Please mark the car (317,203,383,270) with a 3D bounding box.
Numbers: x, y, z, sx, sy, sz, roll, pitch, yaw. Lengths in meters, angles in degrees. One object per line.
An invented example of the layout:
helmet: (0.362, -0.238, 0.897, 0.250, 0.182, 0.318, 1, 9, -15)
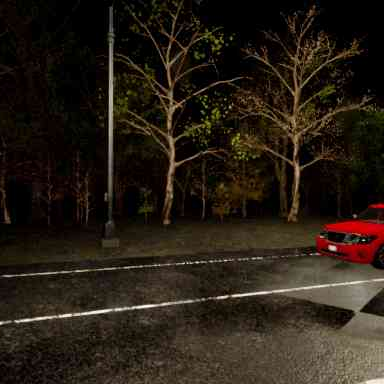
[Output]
car: (6.944, 1.383, 11.146, 5.566, 2.045, 2.150, 0, 0, -19)
